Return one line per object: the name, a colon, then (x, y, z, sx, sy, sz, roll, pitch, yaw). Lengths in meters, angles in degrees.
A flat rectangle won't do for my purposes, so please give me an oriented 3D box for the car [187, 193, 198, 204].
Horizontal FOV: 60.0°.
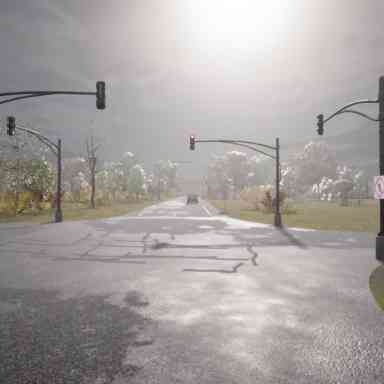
car: (0.107, 1.293, 67.703, 2.150, 2.045, 5.566, 0, 0, 0)
